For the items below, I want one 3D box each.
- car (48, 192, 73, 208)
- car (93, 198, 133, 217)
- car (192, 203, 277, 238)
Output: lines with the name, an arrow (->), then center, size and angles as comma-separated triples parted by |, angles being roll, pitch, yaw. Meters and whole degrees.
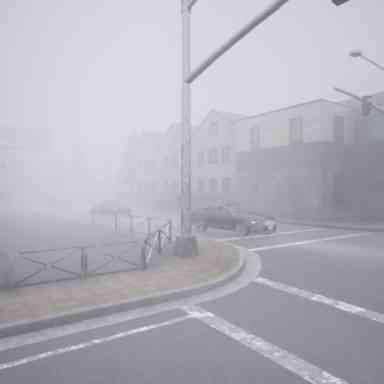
car -> -17.565, 1.052, 44.155 | 2.150, 2.045, 5.566 | 0, 0, -35
car -> -6.850, 1.424, 28.875 | 1.895, 1.301, 4.718 | 0, 0, -35
car -> 1.983, 1.315, 16.694 | 2.128, 1.511, 4.902 | 0, 0, -38
